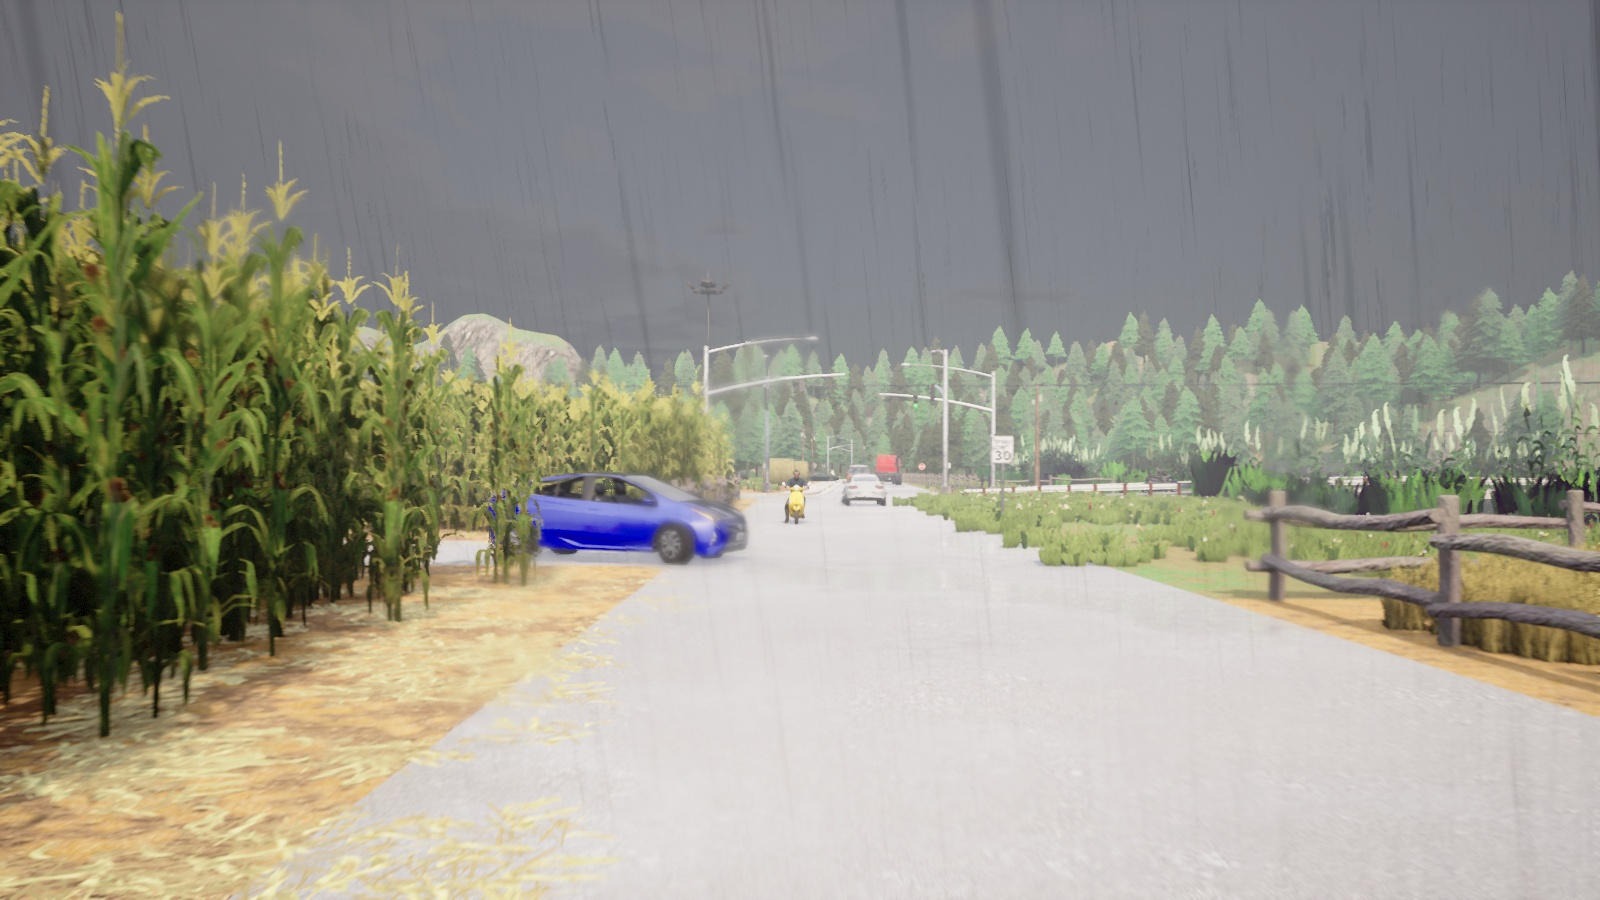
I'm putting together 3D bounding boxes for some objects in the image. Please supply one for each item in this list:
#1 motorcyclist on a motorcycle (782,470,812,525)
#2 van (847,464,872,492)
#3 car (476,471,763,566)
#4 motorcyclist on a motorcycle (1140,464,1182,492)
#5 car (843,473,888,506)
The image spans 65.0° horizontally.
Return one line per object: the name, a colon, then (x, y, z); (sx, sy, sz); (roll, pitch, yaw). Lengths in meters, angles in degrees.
motorcyclist on a motorcycle: (-0.092, 1.395, 37.420); (0.866, 1.590, 1.817); (0, -1, 0)
van: (4.297, 2.042, 91.182); (1.775, 1.987, 4.442); (0, -1, 3)
car: (-3.105, 1.139, 21.814); (4.514, 1.525, 2.007); (-1, -1, 17)
motorcyclist on a motorcycle: (21.339, 1.637, 74.275); (2.191, 1.530, 0.866); (-3, -1, 5)
car: (2.958, 1.797, 57.866); (1.812, 1.442, 4.674); (0, -1, 0)
